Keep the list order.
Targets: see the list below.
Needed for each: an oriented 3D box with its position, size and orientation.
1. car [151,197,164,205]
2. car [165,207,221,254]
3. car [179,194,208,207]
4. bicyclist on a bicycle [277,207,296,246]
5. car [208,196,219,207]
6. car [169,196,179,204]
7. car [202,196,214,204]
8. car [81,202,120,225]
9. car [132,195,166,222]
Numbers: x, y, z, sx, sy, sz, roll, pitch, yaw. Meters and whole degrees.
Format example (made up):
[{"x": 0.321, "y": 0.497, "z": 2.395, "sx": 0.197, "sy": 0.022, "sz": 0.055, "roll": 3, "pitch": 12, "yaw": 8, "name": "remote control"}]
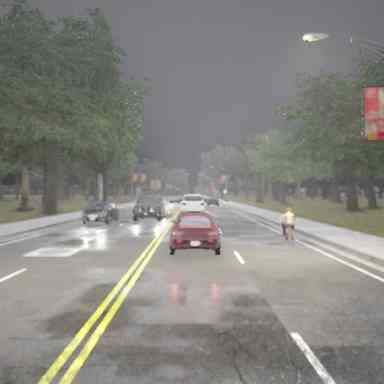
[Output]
[{"x": -6.497, "y": 1.667, "z": 63.375, "sx": 1.895, "sy": 1.301, "sz": 4.718, "roll": 0, "pitch": 0, "yaw": 1, "name": "car"}, {"x": 0.105, "y": 1.537, "z": 13.331, "sx": 1.812, "sy": 1.442, "sz": 4.674, "roll": 0, "pitch": 0, "yaw": 0, "name": "car"}, {"x": 0.110, "y": 1.250, "z": 32.104, "sx": 2.150, "sy": 2.045, "sz": 5.566, "roll": 0, "pitch": 0, "yaw": 0, "name": "car"}, {"x": 4.167, "y": 1.449, "z": 14.461, "sx": 0.866, "sy": 1.612, "sz": 1.509, "roll": 0, "pitch": 0, "yaw": 0, "name": "bicyclist on a bicycle"}, {"x": 3.364, "y": 1.555, "z": 53.984, "sx": 1.837, "sy": 1.490, "sz": 4.892, "roll": 0, "pitch": -1, "yaw": 0, "name": "car"}, {"x": -3.254, "y": 1.543, "z": 63.378, "sx": 1.882, "sy": 1.535, "sz": 5.008, "roll": 0, "pitch": 0, "yaw": 1, "name": "car"}, {"x": 3.271, "y": 1.594, "z": 68.968, "sx": 2.128, "sy": 1.511, "sz": 4.902, "roll": 0, "pitch": 0, "yaw": 0, "name": "car"}, {"x": -6.590, "y": 1.513, "z": 24.465, "sx": 2.128, "sy": 1.511, "sz": 4.902, "roll": 0, "pitch": 0, "yaw": 0, "name": "car"}, {"x": -3.340, "y": 1.248, "z": 26.777, "sx": 2.150, "sy": 2.045, "sz": 5.566, "roll": 0, "pitch": 0, "yaw": 0, "name": "car"}]
